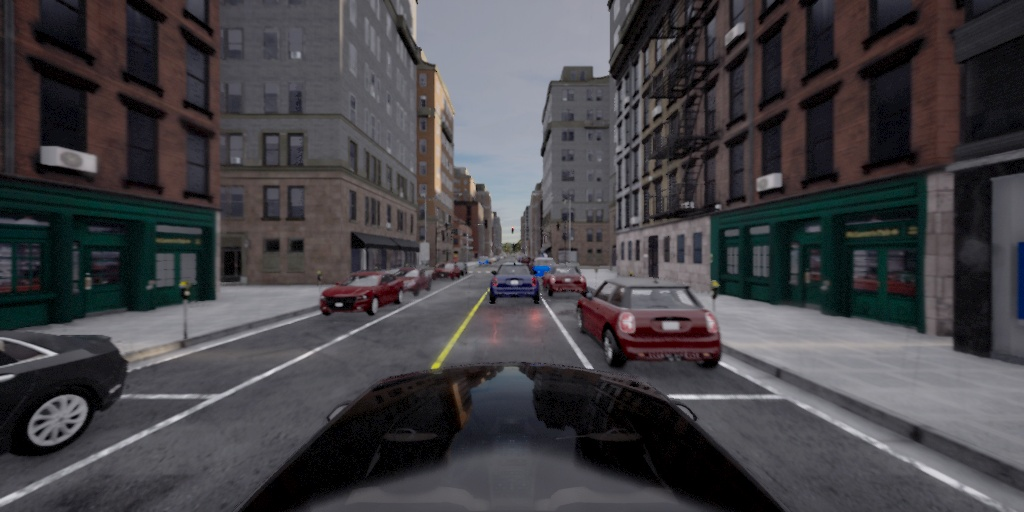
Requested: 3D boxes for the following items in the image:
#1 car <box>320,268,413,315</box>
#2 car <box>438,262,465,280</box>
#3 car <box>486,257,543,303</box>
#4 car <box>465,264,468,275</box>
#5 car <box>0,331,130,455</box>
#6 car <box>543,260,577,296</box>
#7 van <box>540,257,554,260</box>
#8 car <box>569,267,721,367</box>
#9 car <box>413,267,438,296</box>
[{"bbox_3d":[-5.381,1.274,13.409,1.888,1.381,4.507,0,0,0],"label":"car"},{"bbox_3d":[-5.370,1.243,29.943,1.888,1.381,4.507,0,0,0],"label":"car"},{"bbox_3d":[0.107,1.077,16.608,2.097,1.767,4.553,0,0,0],"label":"car"},{"bbox_3d":[-5.367,1.252,35.454,1.948,1.339,4.313,0,0,0],"label":"car"},{"bbox_3d":[-5.389,1.299,2.387,2.007,1.370,4.403,0,0,0],"label":"car"},{"bbox_3d":[2.647,1.159,18.916,1.967,1.591,4.097,0,0,0],"label":"car"},{"bbox_3d":[2.655,1.039,29.937,1.690,1.789,3.998,0,0,0],"label":"van"},{"bbox_3d":[2.640,1.179,7.893,1.967,1.591,4.097,0,0,0],"label":"car"},{"bbox_3d":[-5.378,1.301,18.920,1.802,1.307,4.207,0,0,0],"label":"car"}]
